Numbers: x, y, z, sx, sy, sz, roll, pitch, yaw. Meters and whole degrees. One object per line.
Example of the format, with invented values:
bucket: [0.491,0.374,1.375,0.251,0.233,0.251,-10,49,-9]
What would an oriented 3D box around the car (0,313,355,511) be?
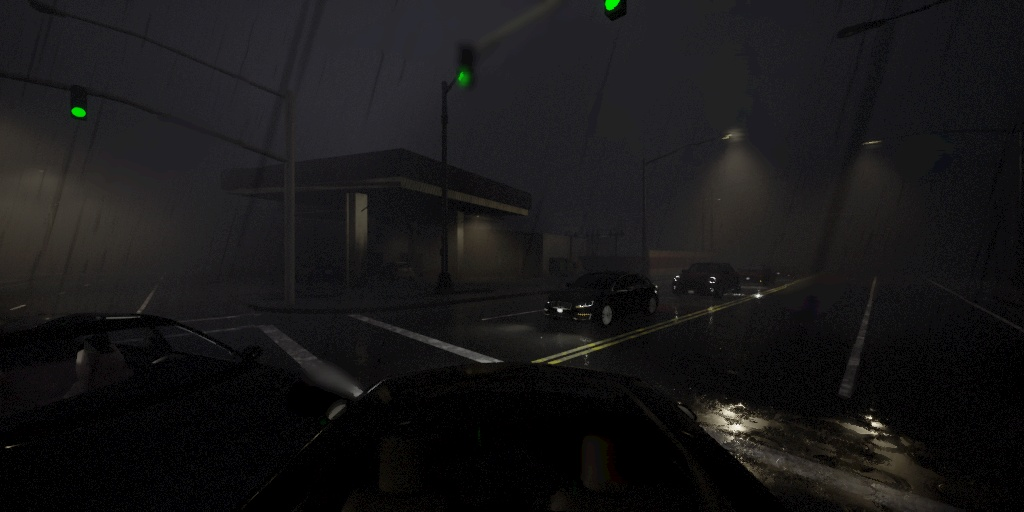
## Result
car: [-3.383,1.242,2.678,4.902,1.511,2.128,0,0,16]

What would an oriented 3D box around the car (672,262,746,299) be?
car: [9.994,1.102,18.344,4.553,1.767,2.097,0,0,-44]

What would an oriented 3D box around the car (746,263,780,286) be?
car: [17.023,1.313,25.150,1.994,1.385,4.181,0,0,45]

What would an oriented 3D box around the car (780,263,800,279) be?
car: [24.261,1.313,32.096,4.181,1.385,1.994,0,0,-44]

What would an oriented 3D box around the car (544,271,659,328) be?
car: [3.053,1.255,11.601,4.892,1.490,1.837,0,0,-44]
